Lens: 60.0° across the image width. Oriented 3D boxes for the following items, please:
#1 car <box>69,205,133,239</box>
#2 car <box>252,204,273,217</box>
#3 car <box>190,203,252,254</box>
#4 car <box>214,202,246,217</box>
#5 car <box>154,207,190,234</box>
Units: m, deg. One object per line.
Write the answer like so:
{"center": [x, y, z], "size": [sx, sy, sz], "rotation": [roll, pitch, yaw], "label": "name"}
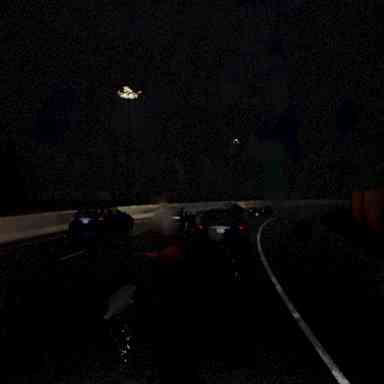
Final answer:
{"center": [-4.933, 1.518, 18.704], "size": [2.097, 1.767, 4.553], "rotation": [0, -1, 10], "label": "car"}
{"center": [7.334, 1.930, 35.086], "size": [1.895, 1.301, 4.718], "rotation": [0, -1, 23], "label": "car"}
{"center": [1.399, 1.487, 14.463], "size": [2.097, 1.767, 4.553], "rotation": [0, -1, 9], "label": "car"}
{"center": [4.370, 1.891, 37.044], "size": [2.033, 1.411, 5.357], "rotation": [0, -1, 24], "label": "car"}
{"center": [-0.908, 1.682, 20.909], "size": [2.128, 1.511, 4.902], "rotation": [0, -1, 12], "label": "car"}
